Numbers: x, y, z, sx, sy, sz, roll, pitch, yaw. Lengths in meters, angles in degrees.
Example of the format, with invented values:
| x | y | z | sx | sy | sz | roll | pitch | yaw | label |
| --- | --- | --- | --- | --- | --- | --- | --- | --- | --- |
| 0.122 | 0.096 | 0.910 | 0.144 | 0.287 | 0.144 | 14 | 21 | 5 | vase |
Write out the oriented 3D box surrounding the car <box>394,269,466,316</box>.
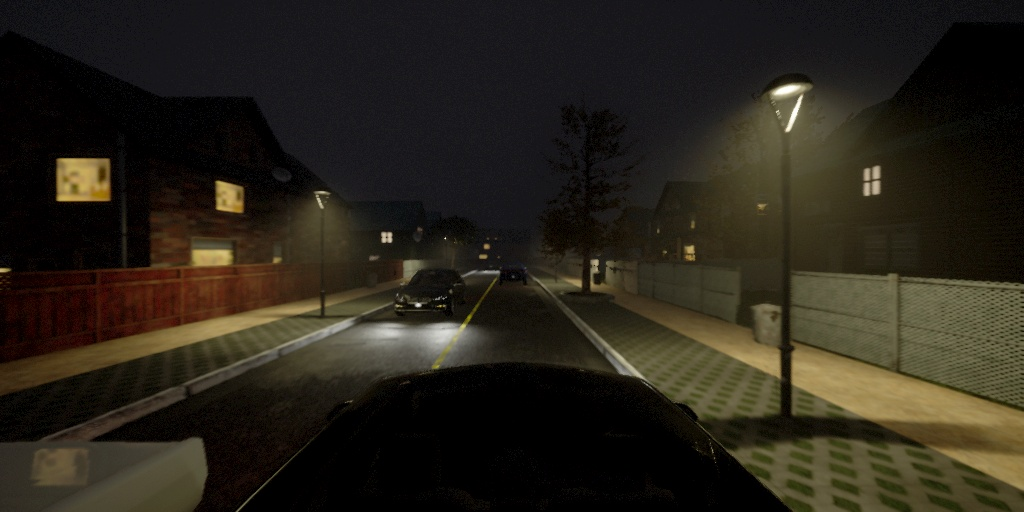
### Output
| x | y | z | sx | sy | sz | roll | pitch | yaw | label |
| --- | --- | --- | --- | --- | --- | --- | --- | --- | --- |
| -2.843 | 1.248 | 13.342 | 1.837 | 1.490 | 4.892 | 0 | 0 | 0 | car |

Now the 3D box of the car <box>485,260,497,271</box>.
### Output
| x | y | z | sx | sy | sz | roll | pitch | yaw | label |
| --- | --- | --- | --- | --- | --- | --- | --- | --- | --- |
| -2.842 | 1.284 | 51.133 | 2.128 | 1.511 | 4.902 | 0 | 0 | 0 | car |

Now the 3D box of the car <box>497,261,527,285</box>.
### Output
| x | y | z | sx | sy | sz | roll | pitch | yaw | label |
| --- | --- | --- | --- | --- | --- | --- | --- | --- | --- |
| 0.080 | 1.220 | 26.298 | 1.882 | 1.535 | 5.008 | 0 | 0 | 0 | car |
